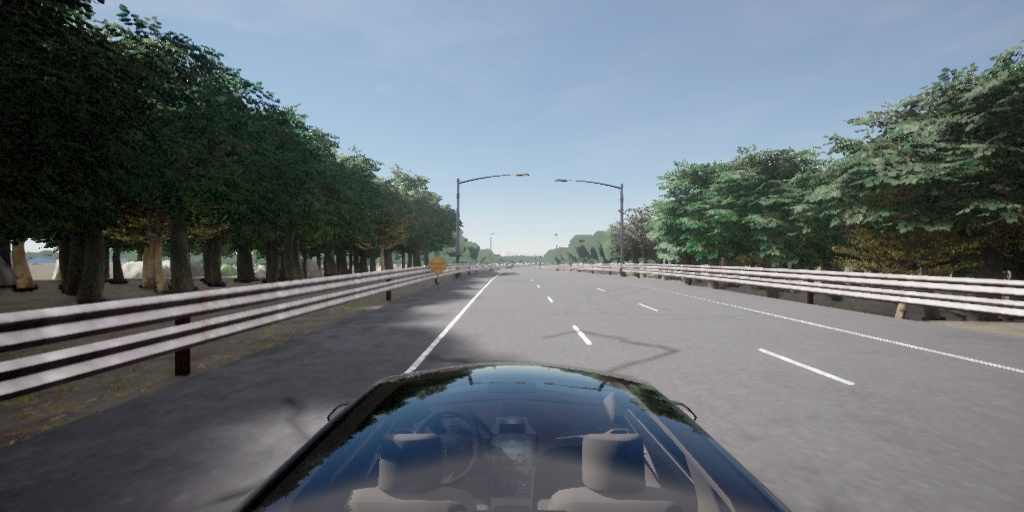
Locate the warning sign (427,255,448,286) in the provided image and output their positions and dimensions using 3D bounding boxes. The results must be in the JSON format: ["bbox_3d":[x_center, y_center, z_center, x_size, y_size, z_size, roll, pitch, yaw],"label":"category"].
[{"bbox_3d":[-4.550,0.870,21.997,1.300,1.860,1.060,0,0,0],"label":"warning sign"}]
